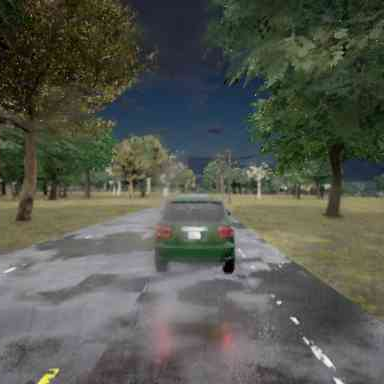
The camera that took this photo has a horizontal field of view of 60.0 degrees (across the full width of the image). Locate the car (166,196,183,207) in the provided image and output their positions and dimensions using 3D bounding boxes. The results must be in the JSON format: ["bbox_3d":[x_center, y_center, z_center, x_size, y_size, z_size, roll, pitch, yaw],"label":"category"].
[{"bbox_3d":[-2.563,1.458,50.430,2.128,1.511,4.902,0,0,2],"label":"car"}]

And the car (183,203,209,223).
[{"bbox_3d":[0.376,1.574,26.406,1.895,1.301,4.718,0,0,2],"label":"car"}]

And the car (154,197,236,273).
[{"bbox_3d":[0.120,1.199,10.772,2.150,2.045,5.566,0,-1,1],"label":"car"}]
